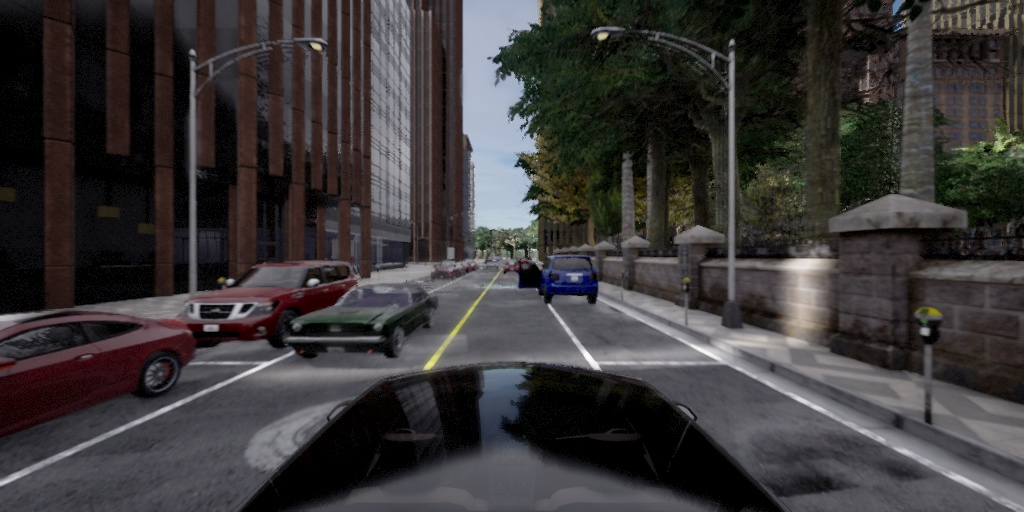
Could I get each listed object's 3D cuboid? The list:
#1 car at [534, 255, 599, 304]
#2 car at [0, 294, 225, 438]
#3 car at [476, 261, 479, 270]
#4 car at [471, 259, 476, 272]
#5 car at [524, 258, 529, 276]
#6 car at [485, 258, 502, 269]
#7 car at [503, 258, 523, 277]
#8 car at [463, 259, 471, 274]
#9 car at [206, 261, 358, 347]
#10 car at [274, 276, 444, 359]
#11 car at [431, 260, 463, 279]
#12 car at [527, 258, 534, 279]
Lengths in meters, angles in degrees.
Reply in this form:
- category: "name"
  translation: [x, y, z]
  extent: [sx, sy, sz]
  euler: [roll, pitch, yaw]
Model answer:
- category: "car"
  translation: [2.395, 0.957, 16.422]
  extent: [2.150, 2.045, 5.566]
  euler: [0, 0, 0]
- category: "car"
  translation: [-5.762, 1.330, 3.927]
  extent: [1.802, 1.307, 4.207]
  euler: [0, 0, 0]
- category: "car"
  translation: [-5.762, 1.159, 47.583]
  extent: [1.967, 1.591, 4.097]
  euler: [0, 0, 0]
- category: "car"
  translation: [-5.762, 1.267, 42.126]
  extent: [1.888, 1.381, 4.507]
  euler: [0, 0, 0]
- category: "car"
  translation: [2.763, 1.287, 42.128]
  extent: [1.948, 1.339, 4.313]
  euler: [0, 0, 0]
- category: "car"
  translation: [-2.999, 1.320, 55.215]
  extent: [1.895, 1.301, 4.718]
  euler: [0, 0, 0]
- category: "car"
  translation: [0.047, 1.248, 39.906]
  extent: [1.812, 1.442, 4.674]
  euler: [0, 0, 1]
- category: "car"
  translation: [-5.762, 1.275, 36.669]
  extent: [2.007, 1.370, 4.403]
  euler: [0, 0, 0]
- category: "car"
  translation: [-5.762, 1.057, 9.384]
  extent: [2.192, 1.841, 5.009]
  euler: [0, 0, 0]
- category: "car"
  translation: [-3.100, 1.344, 8.517]
  extent: [1.895, 1.301, 4.718]
  euler: [0, 0, 0]
- category: "car"
  translation: [-5.762, 1.167, 31.212]
  extent: [1.967, 1.591, 4.097]
  euler: [0, 0, 0]
- category: "car"
  translation: [2.764, 1.249, 36.841]
  extent: [1.751, 1.417, 4.829]
  euler: [0, 0, 0]
